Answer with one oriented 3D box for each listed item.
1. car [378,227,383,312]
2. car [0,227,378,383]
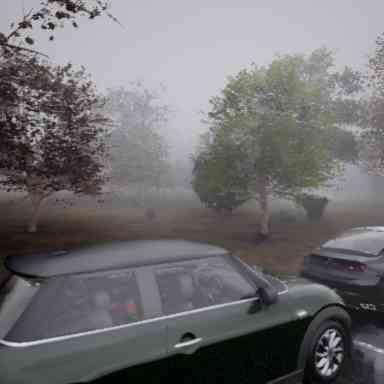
[{"bbox_3d":[4.436,1.503,7.222,4.892,1.521,2.231,0,0,-33],"label":"car"},{"bbox_3d":[-0.121,1.361,3.974,4.553,1.767,2.185,0,0,-33],"label":"car"}]
